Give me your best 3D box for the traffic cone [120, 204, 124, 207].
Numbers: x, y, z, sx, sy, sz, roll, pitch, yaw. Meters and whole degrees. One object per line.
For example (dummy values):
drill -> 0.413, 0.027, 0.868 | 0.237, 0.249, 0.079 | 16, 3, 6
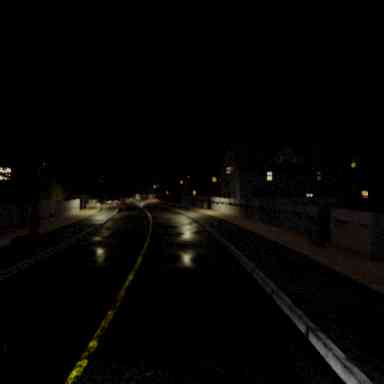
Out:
traffic cone -> -8.983, 1.952, 44.096 | 0.340, 0.580, 0.340 | 0, 0, -13

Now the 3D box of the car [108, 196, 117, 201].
car -> -20.400, 1.663, 85.431 | 1.895, 1.301, 4.718 | -1, 0, -19

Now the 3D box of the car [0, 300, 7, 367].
car -> -2.933, 1.493, 1.680 | 2.128, 1.511, 4.902 | 0, 0, -1
